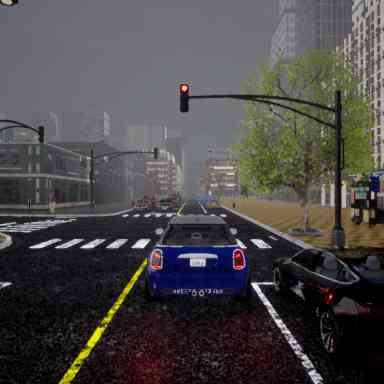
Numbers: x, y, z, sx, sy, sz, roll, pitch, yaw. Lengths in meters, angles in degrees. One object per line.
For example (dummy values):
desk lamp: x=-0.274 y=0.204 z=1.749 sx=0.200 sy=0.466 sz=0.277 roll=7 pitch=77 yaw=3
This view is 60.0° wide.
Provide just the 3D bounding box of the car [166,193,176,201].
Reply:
car: x=-5.568 y=1.324 z=88.196 sx=2.192 sy=1.841 sz=5.009 roll=0 pitch=0 yaw=0

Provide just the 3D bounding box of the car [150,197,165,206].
car: x=-5.613 y=1.555 z=54.890 sx=2.008 sy=1.369 sz=4.403 roll=0 pitch=0 yaw=0

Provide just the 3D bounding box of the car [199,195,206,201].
car: x=2.812 y=1.534 z=88.357 sx=1.752 sy=1.417 sz=4.829 roll=0 pitch=0 yaw=0

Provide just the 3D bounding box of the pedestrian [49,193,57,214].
pedestrian: x=-12.709 y=1.039 z=30.250 sx=0.375 sy=1.860 sz=0.375 roll=0 pitch=-1 yaw=-1

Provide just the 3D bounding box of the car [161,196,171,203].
car: x=-5.591 y=1.532 z=71.373 sx=1.752 sy=1.417 sz=4.829 roll=0 pitch=0 yaw=0

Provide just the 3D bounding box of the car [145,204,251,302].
car: x=0.112 y=1.353 z=8.417 sx=2.097 sy=1.767 sz=4.553 roll=0 pitch=0 yaw=0

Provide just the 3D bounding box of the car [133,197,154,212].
car: x=-5.636 y=1.585 z=38.236 sx=1.802 sy=1.307 sz=4.206 roll=0 pitch=0 yaw=0

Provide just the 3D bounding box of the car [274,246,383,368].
car: x=2.701 y=1.566 z=5.749 sx=1.947 sy=1.339 sz=4.313 roll=0 pitch=0 yaw=0

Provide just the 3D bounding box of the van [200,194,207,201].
van: x=2.806 y=1.349 z=82.636 sx=1.690 sy=1.788 sz=3.998 roll=0 pitch=0 yaw=0

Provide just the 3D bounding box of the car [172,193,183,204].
car: x=-2.970 y=1.226 z=62.853 sx=2.150 sy=2.045 sz=5.566 roll=0 pitch=0 yaw=0

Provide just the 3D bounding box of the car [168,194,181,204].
car: x=-3.032 y=1.481 z=48.557 sx=1.882 sy=1.535 sz=5.008 roll=0 pitch=0 yaw=0

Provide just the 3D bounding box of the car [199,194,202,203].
car: x=2.774 y=1.556 z=60.432 sx=2.008 sy=1.369 sz=4.403 roll=0 pitch=0 yaw=0

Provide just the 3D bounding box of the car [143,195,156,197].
car: x=-5.627 y=1.318 z=43.787 sx=2.192 sy=1.841 sz=5.009 roll=0 pitch=0 yaw=0

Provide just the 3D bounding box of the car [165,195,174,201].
car: x=-5.576 y=1.559 z=82.645 sx=2.008 sy=1.369 sz=4.403 roll=0 pitch=0 yaw=0

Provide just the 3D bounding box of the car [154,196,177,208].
car: x=-3.041 y=1.528 z=38.522 sx=1.812 sy=1.442 sz=4.674 roll=0 pitch=0 yaw=-2

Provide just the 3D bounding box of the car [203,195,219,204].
car: x=2.752 y=1.528 z=43.948 sx=1.752 sy=1.417 sz=4.829 roll=0 pitch=0 yaw=0

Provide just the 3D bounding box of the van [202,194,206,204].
van: x=2.761 y=1.345 z=49.330 sx=1.690 sy=1.788 sz=3.998 roll=0 pitch=0 yaw=0

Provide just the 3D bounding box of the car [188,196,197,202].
car: x=0.107 y=1.548 z=79.251 sx=2.033 sy=1.411 sz=5.357 roll=0 pitch=0 yaw=0
